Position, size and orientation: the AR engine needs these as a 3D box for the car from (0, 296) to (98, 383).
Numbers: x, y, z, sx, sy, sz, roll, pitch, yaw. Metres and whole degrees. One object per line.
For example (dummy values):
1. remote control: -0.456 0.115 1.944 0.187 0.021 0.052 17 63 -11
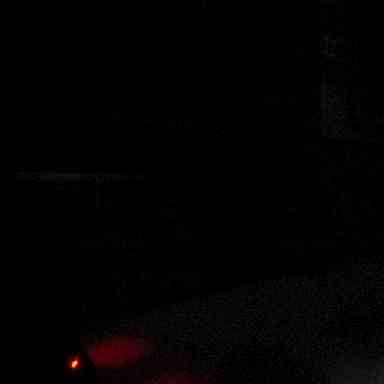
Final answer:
1. car: -3.439 1.563 2.139 5.357 1.411 2.033 -1 0 -36
